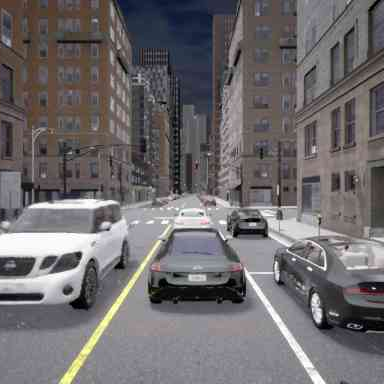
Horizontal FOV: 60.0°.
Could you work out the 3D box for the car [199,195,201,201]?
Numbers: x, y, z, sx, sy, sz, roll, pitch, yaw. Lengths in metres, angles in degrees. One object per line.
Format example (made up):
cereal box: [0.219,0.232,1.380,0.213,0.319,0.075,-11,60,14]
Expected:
car: [2.966,1.607,65.636,2.008,1.369,4.403,0,0,0]

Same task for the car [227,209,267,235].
car: [2.870,1.566,17.728,1.947,1.339,4.313,0,0,0]

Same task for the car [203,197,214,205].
car: [2.951,1.571,60.398,1.752,1.417,4.829,0,0,0]

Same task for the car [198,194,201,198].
car: [2.994,1.524,76.454,1.967,1.590,4.097,0,0,0]

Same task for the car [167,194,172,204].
car: [-5.559,1.607,65.656,2.008,1.369,4.403,0,0,0]

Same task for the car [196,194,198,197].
car: [3.037,1.457,92.682,2.192,1.841,5.009,0,0,0]

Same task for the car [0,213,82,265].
car: [-5.660,1.582,12.235,1.802,1.307,4.206,0,0,0]

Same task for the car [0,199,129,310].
car: [-2.994,1.223,8.152,2.150,2.045,5.566,0,0,0]

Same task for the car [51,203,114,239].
car: [-5.655,1.441,17.736,1.967,1.590,4.097,0,0,0]

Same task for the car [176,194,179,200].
car: [-5.488,1.457,92.699,2.192,1.841,5.009,0,0,0]

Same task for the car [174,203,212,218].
car: [0.049,1.526,16.951,1.812,1.442,4.674,0,0,1]

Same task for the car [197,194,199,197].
car: [3.023,1.560,87.272,1.967,1.590,4.097,0,0,0]

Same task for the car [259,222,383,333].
car: [2.860,1.550,6.726,2.008,1.369,4.403,0,0,0]

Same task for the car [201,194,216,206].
car: [2.936,1.476,54.819,1.967,1.590,4.097,0,0,0]

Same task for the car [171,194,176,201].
car: [-5.516,1.626,81.711,1.752,1.417,4.829,0,0,0]

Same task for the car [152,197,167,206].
car: [-5.588,1.618,54.839,1.802,1.307,4.206,0,0,0]

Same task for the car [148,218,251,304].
car: [0.089,1.564,8.192,1.994,1.385,4.181,0,0,0]
